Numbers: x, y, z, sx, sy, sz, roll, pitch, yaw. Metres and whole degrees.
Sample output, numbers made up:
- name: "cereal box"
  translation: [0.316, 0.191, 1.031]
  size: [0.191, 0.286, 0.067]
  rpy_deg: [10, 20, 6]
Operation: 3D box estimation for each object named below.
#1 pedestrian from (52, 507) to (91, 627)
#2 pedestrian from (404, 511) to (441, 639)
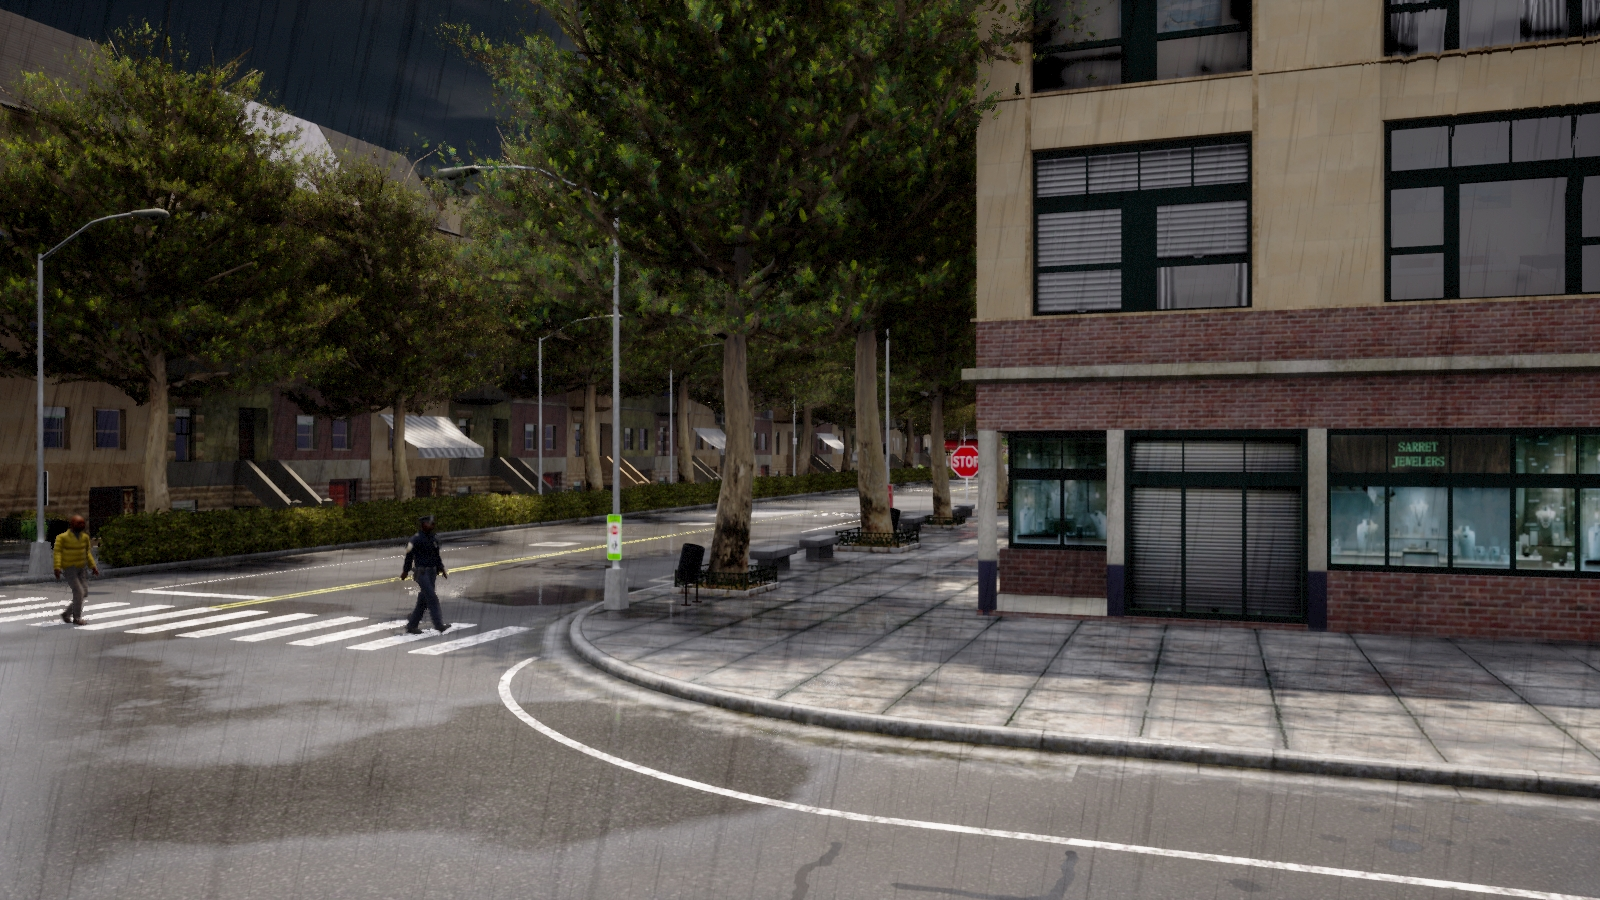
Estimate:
- name: "pedestrian"
  translation: [-11.606, 1.855, 18.212]
  size: [0.375, 1.860, 0.375]
  rpy_deg: [0, 0, 20]
- name: "pedestrian"
  translation: [-5.658, 1.853, 17.126]
  size: [0.375, 1.860, 0.375]
  rpy_deg: [0, 0, 29]
